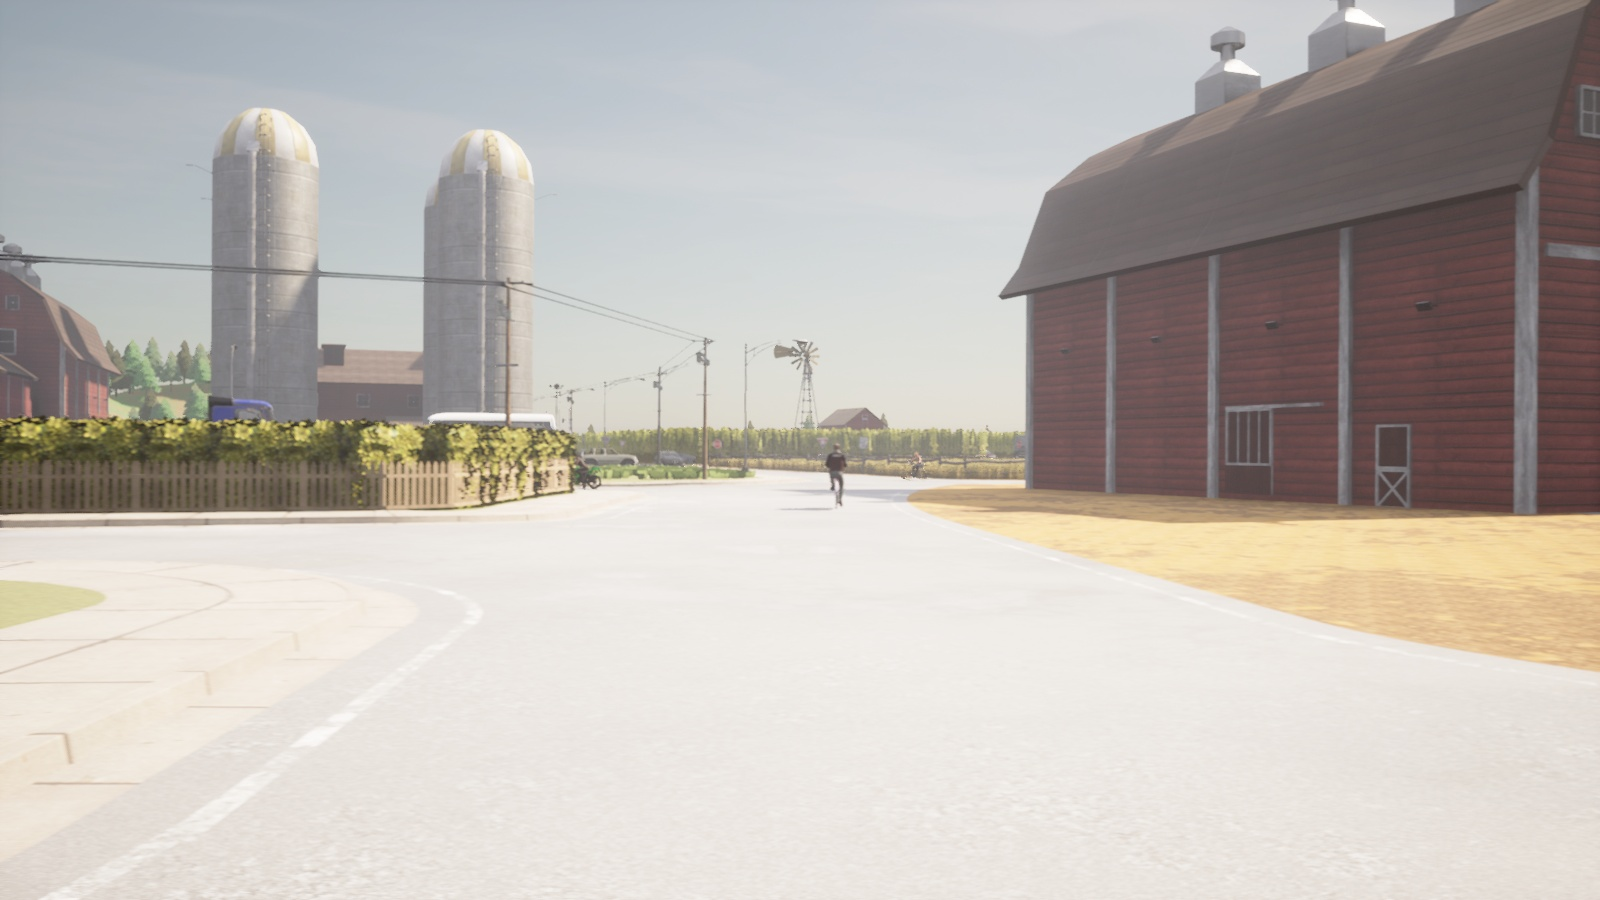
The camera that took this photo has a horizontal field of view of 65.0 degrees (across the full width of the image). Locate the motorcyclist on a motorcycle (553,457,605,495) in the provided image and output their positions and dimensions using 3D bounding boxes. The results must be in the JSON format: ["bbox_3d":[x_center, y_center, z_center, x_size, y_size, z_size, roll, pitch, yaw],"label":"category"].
[{"bbox_3d":[-9.158,1.058,52.067,2.044,1.523,0.797,-1,0,-7],"label":"motorcyclist on a motorcycle"}]

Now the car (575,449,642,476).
[{"bbox_3d":[-14.324,0.926,93.688,4.605,1.855,1.932,-1,0,-21],"label":"car"}]

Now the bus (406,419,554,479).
[{"bbox_3d":[-23.868,-0.123,93.661,10.273,4.253,3.944,-1,0,-19],"label":"bus"}]

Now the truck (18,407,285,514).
[{"bbox_3d":[-22.239,0.302,43.657,7.936,3.462,2.891,-1,0,-21],"label":"truck"}]
